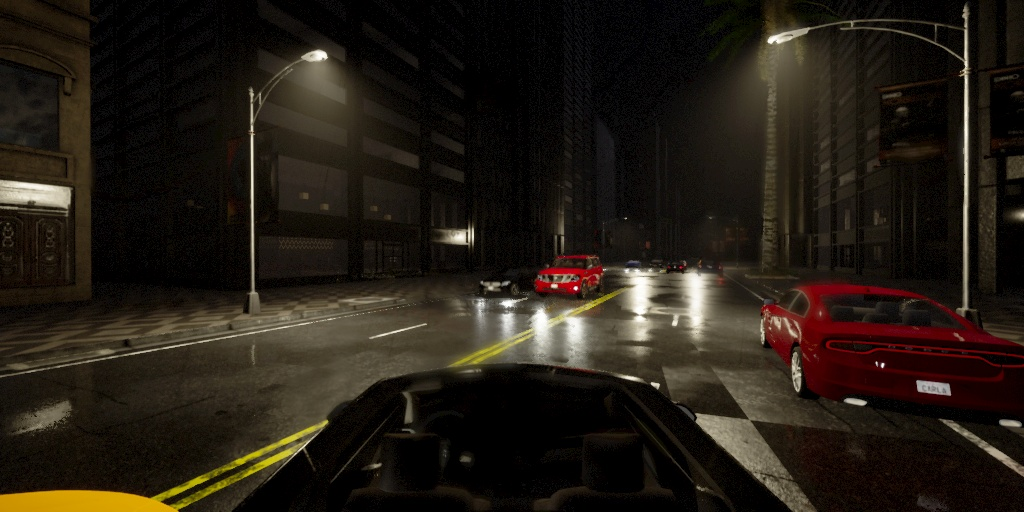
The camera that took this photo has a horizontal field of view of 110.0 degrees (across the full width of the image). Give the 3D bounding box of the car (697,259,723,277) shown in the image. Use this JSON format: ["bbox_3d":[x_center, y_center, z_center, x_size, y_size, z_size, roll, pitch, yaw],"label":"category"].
[{"bbox_3d":[19.296,1.073,35.002,2.097,1.767,4.553,0,0,27],"label":"car"}]

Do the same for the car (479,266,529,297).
[{"bbox_3d":[0.040,1.274,19.269,1.812,1.442,4.674,0,0,27],"label":"car"}]

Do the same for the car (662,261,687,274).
[{"bbox_3d":[18.657,1.272,40.825,2.033,1.411,5.357,0,0,27],"label":"car"}]

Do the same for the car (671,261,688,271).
[{"bbox_3d":[23.546,1.324,50.322,1.895,1.301,4.718,0,0,27],"label":"car"}]

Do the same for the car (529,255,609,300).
[{"bbox_3d":[3.117,0.965,18.175,2.150,2.045,5.566,0,0,27],"label":"car"}]

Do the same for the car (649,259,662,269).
[{"bbox_3d":[22.530,1.207,55.840,1.882,1.535,5.008,0,0,28],"label":"car"}]

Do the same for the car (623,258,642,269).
[{"bbox_3d":[19.051,1.335,56.197,1.895,1.301,4.718,0,0,27],"label":"car"}]

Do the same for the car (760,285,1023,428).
[{"bbox_3d":[5.515,1.217,5.928,1.882,1.535,5.008,0,0,27],"label":"car"}]
